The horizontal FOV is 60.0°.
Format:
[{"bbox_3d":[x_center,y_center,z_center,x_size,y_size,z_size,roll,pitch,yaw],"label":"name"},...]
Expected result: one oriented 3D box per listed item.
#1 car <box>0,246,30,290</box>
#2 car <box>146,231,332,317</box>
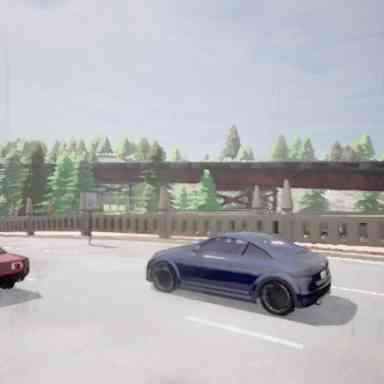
[{"bbox_3d":[-6.187,1.807,8.407,4.718,1.301,1.895,-3,-2,35],"label":"car"},{"bbox_3d":[0.928,1.600,7.629,4.181,1.385,1.994,-1,-1,35],"label":"car"}]
